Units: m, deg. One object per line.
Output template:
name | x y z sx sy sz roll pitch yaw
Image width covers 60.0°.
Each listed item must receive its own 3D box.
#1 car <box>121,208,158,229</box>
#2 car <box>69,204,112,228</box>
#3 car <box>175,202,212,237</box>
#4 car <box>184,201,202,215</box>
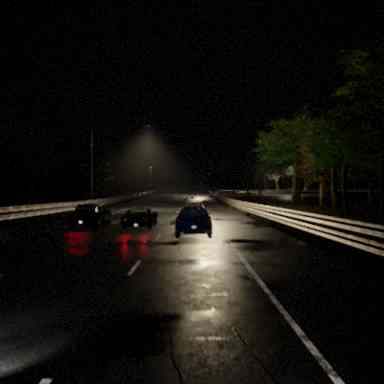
car | -3.404 1.715 22.376 1.895 1.301 4.718 0 0 0
car | -6.904 1.622 23.024 1.837 1.490 4.892 0 0 0
car | 0.095 1.578 18.708 1.882 1.535 5.008 0 0 0
car | 0.092 1.739 37.511 1.895 1.301 4.718 0 0 0
